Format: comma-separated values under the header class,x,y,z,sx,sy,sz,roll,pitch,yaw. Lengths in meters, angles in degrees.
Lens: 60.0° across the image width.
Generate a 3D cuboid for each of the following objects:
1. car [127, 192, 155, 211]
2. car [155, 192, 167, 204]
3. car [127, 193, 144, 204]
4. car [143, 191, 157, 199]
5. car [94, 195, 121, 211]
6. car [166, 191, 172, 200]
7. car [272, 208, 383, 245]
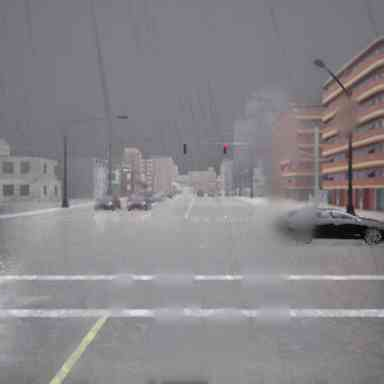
class,x,y,z,sx,sy,sz,roll,pitch,yaw
car,-5.789,1.166,36.851,2.097,1.767,4.553,0,1,1
car,-5.476,1.063,53.075,1.812,1.442,4.674,0,1,1
car,-8.977,1.044,52.995,1.837,1.490,4.892,0,1,1
car,-8.593,0.640,68.869,2.033,1.411,5.357,0,1,1
car,-9.289,1.171,36.802,2.097,1.767,4.553,0,1,1
car,-5.096,0.665,68.695,1.837,1.490,4.892,0,1,1
car,6.021,1.456,14.632,4.902,1.511,2.128,0,0,0
